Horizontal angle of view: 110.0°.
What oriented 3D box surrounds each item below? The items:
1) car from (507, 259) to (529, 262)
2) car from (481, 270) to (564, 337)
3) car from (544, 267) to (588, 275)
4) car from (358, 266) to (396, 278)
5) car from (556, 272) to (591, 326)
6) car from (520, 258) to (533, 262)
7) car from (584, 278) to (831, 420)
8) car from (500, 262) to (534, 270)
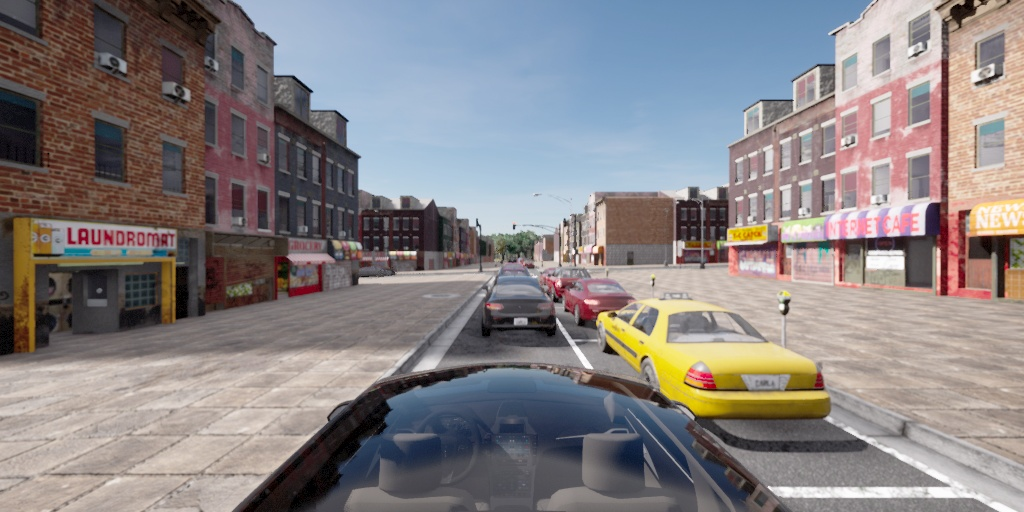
[{"bbox_3d":[0.088,1.258,27.232,1.882,1.535,5.008,0,0,0],"label":"car"},{"bbox_3d":[0.118,1.280,10.193,1.812,1.442,4.674,0,0,-2],"label":"car"},{"bbox_3d":[2.650,1.201,16.799,1.967,1.591,4.097,0,0,0],"label":"car"},{"bbox_3d":[-15.170,1.809,39.791,4.181,1.385,1.994,-2,0,0],"label":"car"},{"bbox_3d":[2.645,1.337,11.333,1.802,1.307,4.207,0,0,0],"label":"car"},{"bbox_3d":[2.690,1.338,59.606,1.967,1.591,4.097,0,0,0],"label":"car"},{"bbox_3d":[2.640,1.277,6.036,1.751,1.417,4.829,0,0,0],"label":"car"},{"bbox_3d":[0.103,1.254,17.672,2.128,1.511,4.902,0,0,0],"label":"car"}]
